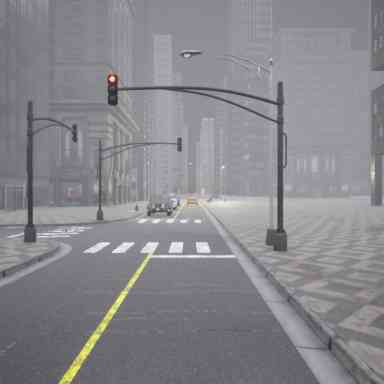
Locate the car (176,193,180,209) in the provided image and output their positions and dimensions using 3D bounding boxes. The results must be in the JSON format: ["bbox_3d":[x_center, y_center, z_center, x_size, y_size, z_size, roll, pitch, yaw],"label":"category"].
[{"bbox_3d":[-3.079,1.224,43.365,2.150,2.045,5.566,0,0,0],"label":"car"}]

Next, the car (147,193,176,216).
[{"bbox_3d":[-3.082,1.221,32.918,2.150,2.045,5.566,0,0,0],"label":"car"}]

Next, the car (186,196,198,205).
[{"bbox_3d":[0.024,1.489,57.595,1.882,1.535,5.008,0,0,0],"label":"car"}]
